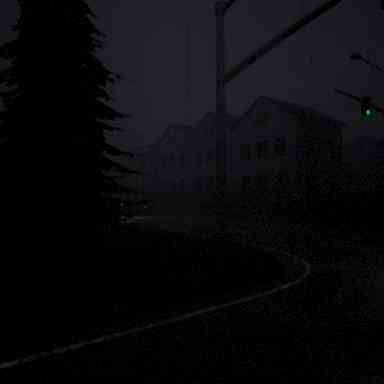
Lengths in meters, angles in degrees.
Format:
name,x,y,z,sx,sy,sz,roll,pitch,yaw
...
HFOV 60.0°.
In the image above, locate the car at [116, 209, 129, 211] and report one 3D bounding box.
name,x,y,z,sx,sy,sz,roll,pitch,yaw
car,-8.596,1.103,32.474,2.150,2.045,5.566,-1,1,-35
